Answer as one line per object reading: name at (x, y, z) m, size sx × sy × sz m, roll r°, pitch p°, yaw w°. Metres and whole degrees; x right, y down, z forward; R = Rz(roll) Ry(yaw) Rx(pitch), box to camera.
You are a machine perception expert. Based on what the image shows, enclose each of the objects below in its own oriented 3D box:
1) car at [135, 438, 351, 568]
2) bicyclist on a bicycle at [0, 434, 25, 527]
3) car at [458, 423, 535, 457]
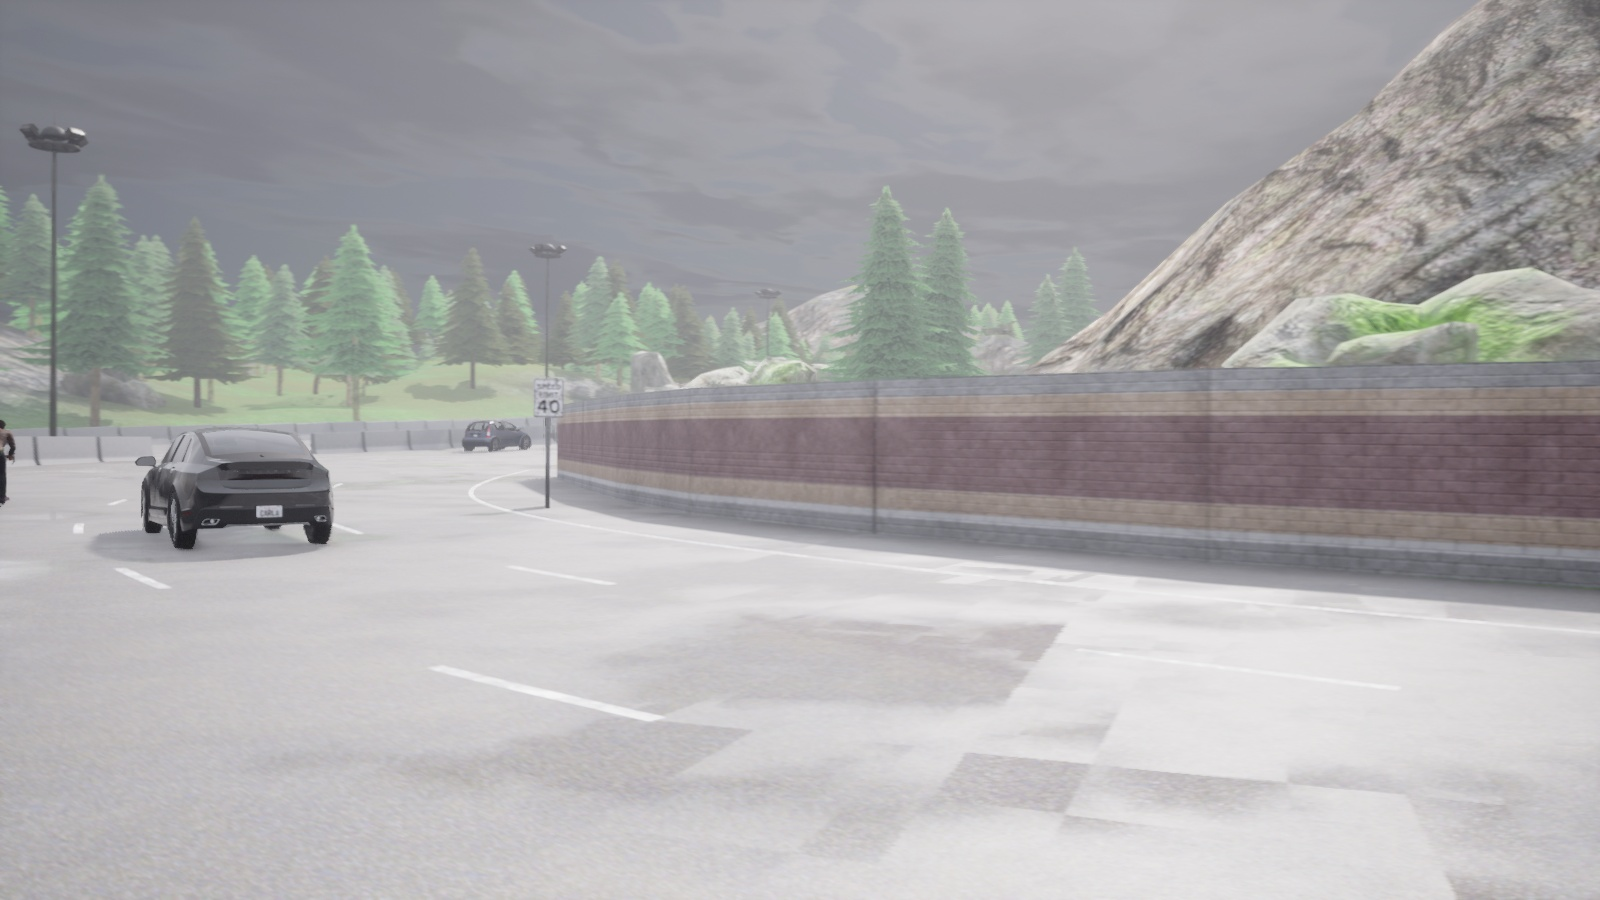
car at (-7.745, 0.603, 17.167) m, size 1.837 × 1.490 × 4.892 m, roll -1°, pitch 1°, yaw -34°
bicyclist on a bicycle at (-14.493, 0.534, 22.671) m, size 0.582 × 1.620 × 1.656 m, roll 0°, pitch 0°, yaw -23°
car at (-15.489, -0.515, 64.365) m, size 1.851 × 1.617 × 3.988 m, roll 0°, pitch 2°, yaw 21°
